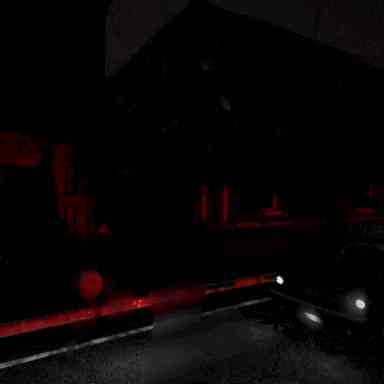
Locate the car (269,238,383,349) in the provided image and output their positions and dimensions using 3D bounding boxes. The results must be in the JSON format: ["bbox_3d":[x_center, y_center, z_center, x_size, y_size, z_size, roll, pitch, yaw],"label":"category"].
[{"bbox_3d":[3.709,1.614,6.294,4.718,1.301,1.895,0,0,-33],"label":"car"}]
